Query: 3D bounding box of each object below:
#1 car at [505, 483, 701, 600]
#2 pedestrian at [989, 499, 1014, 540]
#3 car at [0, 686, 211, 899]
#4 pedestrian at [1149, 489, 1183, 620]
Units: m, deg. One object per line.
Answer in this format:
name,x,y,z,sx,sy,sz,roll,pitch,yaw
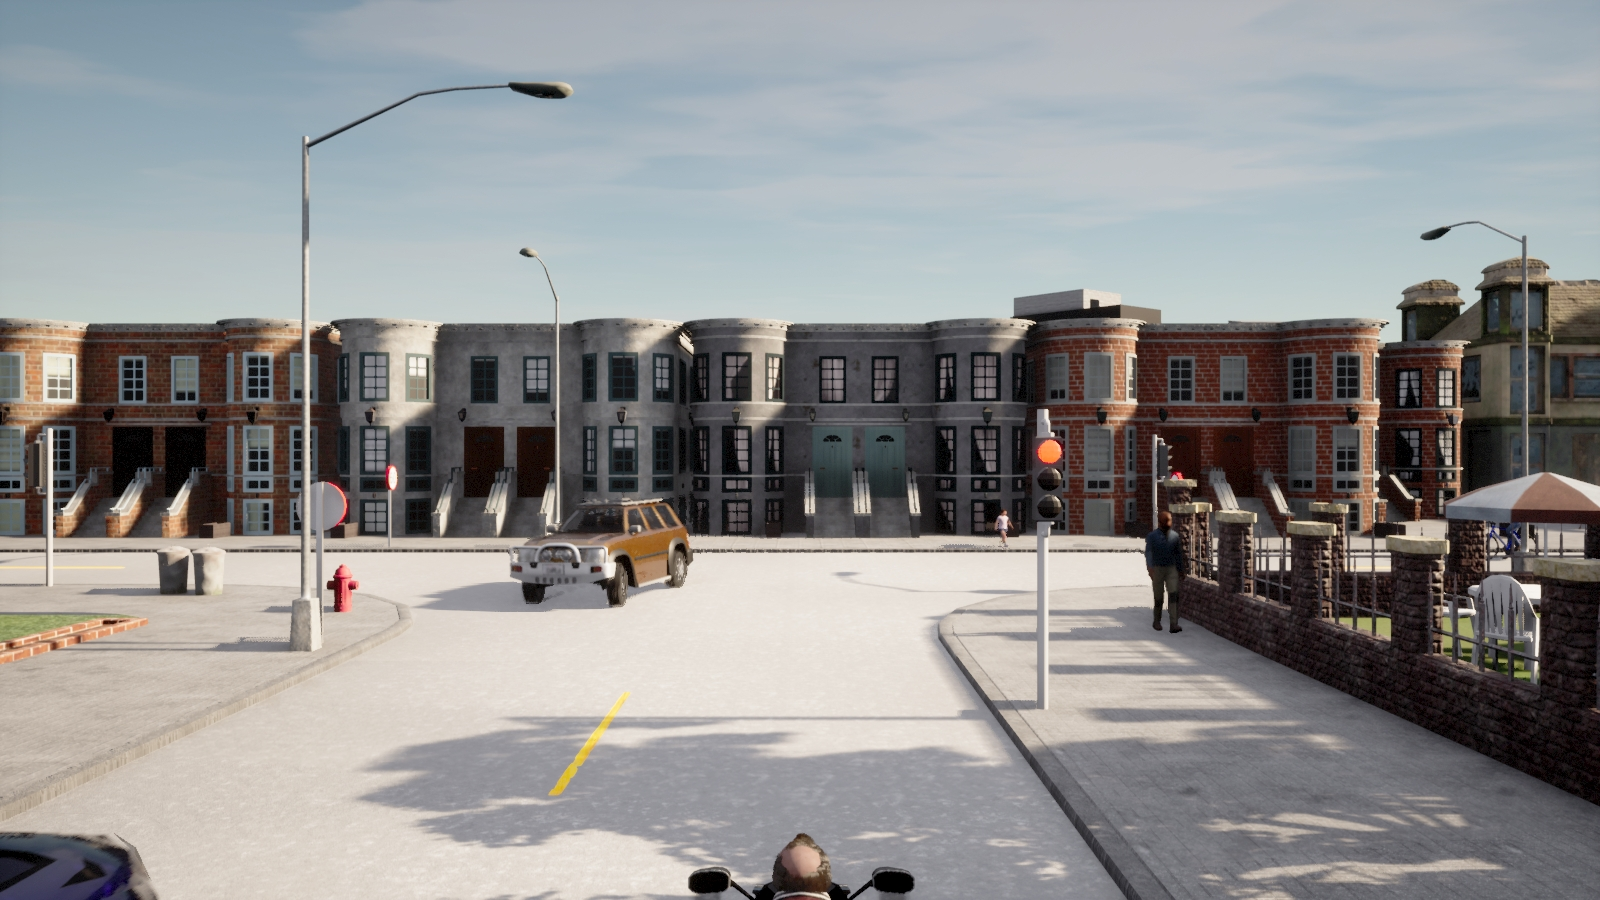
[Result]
car,-3.605,1.635,21.893,1.932,1.855,4.605,-1,0,15
pedestrian,5.516,1.892,31.263,0.500,1.100,0.500,0,0,-21
car,-4.002,1.896,3.734,1.994,1.385,4.181,0,0,0
pedestrian,5.295,1.509,16.548,0.375,1.860,0.375,0,0,2
